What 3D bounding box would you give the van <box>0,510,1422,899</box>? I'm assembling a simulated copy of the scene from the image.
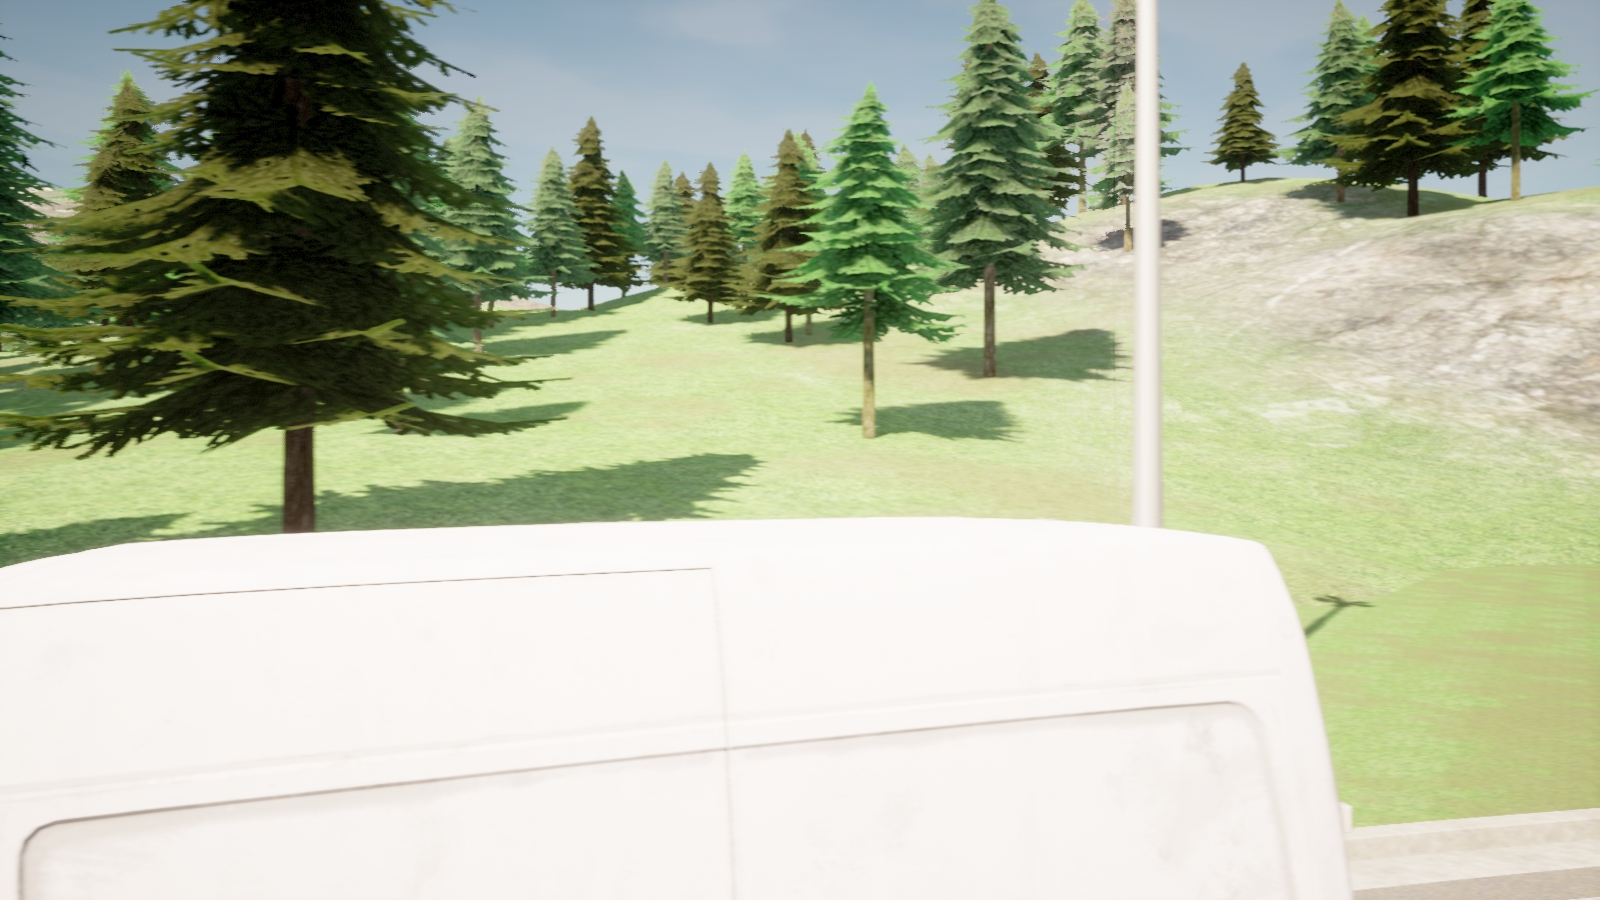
[{"bbox_3d":[-1.376,1.533,3.104,5.915,2.561,1.988,0,-1,-20],"label":"van"}]
